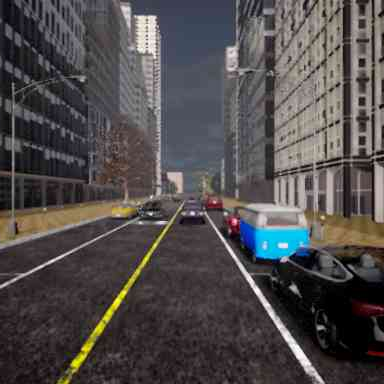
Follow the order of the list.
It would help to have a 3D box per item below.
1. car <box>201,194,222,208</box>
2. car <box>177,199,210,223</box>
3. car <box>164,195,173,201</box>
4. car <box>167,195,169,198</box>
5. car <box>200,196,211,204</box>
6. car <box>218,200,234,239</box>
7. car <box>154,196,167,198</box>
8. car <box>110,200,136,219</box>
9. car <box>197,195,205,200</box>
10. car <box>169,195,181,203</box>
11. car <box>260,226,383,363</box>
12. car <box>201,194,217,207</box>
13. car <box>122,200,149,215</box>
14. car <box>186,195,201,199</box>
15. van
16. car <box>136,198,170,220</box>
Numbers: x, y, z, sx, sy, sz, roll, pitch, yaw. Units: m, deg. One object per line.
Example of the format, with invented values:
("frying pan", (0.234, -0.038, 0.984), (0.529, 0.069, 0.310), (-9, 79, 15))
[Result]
("car", (2.586, 1.280, 40.044), (2.192, 1.841, 5.009), (0, 0, 0))
("car", (0.033, 1.529, 25.218), (2.033, 1.411, 5.357), (0, 0, 0))
("car", (-5.918, 1.438, 85.571), (2.008, 1.369, 4.403), (0, 0, 0))
("car", (-5.857, 1.496, 62.803), (1.947, 1.339, 4.313), (0, 0, 0))
("car", (2.523, 1.456, 62.982), (1.752, 1.417, 4.829), (0, 0, 0))
("car", (2.646, 1.430, 17.275), (1.967, 1.590, 4.097), (0, 0, 0))
("car", (-5.841, 1.490, 57.110), (2.008, 1.369, 4.403), (0, 0, 0))
("car", (-5.765, 1.503, 28.477), (1.752, 1.417, 4.829), (0, 0, 0))
("car", (2.447, 1.442, 91.273), (1.947, 1.339, 4.313), (0, 0, 0))
("car", (-3.188, 1.508, 69.457), (1.895, 1.301, 4.718), (0, 0, 0))
("car", (2.676, 1.563, 5.890), (1.947, 1.339, 4.313), (0, 0, 0))
("car", (2.556, 1.264, 51.428), (2.192, 1.841, 5.009), (0, 0, 0))
("car", (-5.781, 1.521, 34.341), (2.008, 1.369, 4.403), (0, 0, 0))
("car", (-0.013, 1.392, 41.854), (2.033, 1.649, 4.856), (0, 0, 0))
("van", (2.662, 1.335, 11.584), (1.690, 1.788, 3.998), (0, 0, 0))
("car", (-3.174, 1.484, 27.854), (1.837, 1.490, 4.892), (0, 0, 0))
